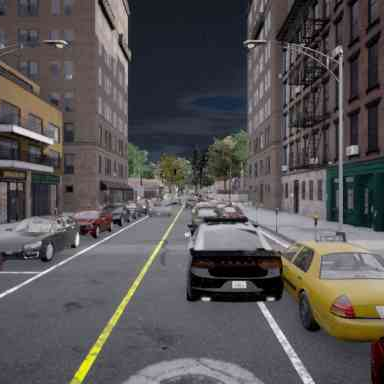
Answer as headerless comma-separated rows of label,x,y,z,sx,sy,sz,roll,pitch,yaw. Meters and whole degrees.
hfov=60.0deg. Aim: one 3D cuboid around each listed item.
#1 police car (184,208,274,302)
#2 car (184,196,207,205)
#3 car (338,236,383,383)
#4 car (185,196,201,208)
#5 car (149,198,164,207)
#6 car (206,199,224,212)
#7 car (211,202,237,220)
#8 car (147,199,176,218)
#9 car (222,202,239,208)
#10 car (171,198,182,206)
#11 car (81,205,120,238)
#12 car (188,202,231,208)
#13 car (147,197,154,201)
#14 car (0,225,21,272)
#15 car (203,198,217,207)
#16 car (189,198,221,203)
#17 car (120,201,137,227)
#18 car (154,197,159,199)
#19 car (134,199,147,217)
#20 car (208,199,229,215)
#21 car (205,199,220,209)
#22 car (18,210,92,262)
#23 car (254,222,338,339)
police car,0.833,1.425,8.435,1.930,1.638,5.238,0,0,0
car,0.685,1.502,59.502,1.882,1.535,5.008,0,0,27
car,2.639,1.315,0.956,2.192,1.841,5.009,0,0,0
car,0.061,1.507,46.231,2.128,1.511,4.902,0,0,1
car,-5.340,1.600,50.627,1.802,1.307,4.206,0,0,0
car,2.675,1.554,39.584,1.887,1.381,4.507,0,0,0
car,2.664,1.584,28.547,1.802,1.307,4.206,0,0,0
car,-2.820,1.604,30.652,1.895,1.301,4.718,0,0,0
car,2.660,1.583,23.029,1.802,1.307,4.206,0,0,0
car,-2.699,1.586,53.973,1.994,1.385,4.181,0,0,0
car,-5.371,1.545,17.514,1.887,1.381,4.507,0,0,0
car,0.842,1.526,18.325,1.812,1.442,4.674,0,0,0
car,-5.356,1.446,34.070,1.967,1.590,4.097,0,0,0
car,-5.381,1.582,6.476,1.802,1.307,4.206,0,0,0
car,2.685,1.585,50.621,1.947,1.339,4.313,0,0,0
car,0.848,1.457,24.515,1.801,1.575,5.366,0,0,0
car,-5.366,1.567,23.033,1.947,1.339,4.313,0,0,0
car,-5.351,1.535,39.419,1.752,1.417,4.829,0,0,0
car,-5.360,1.553,28.551,2.008,1.369,4.403,0,0,0
car,2.670,1.531,34.236,1.752,1.417,4.829,0,0,0
car,2.680,1.596,45.102,1.802,1.307,4.206,0,0,0
car,-5.376,1.551,11.995,2.008,1.369,4.403,0,0,0
car,2.640,1.525,6.643,1.752,1.417,4.829,0,0,0
